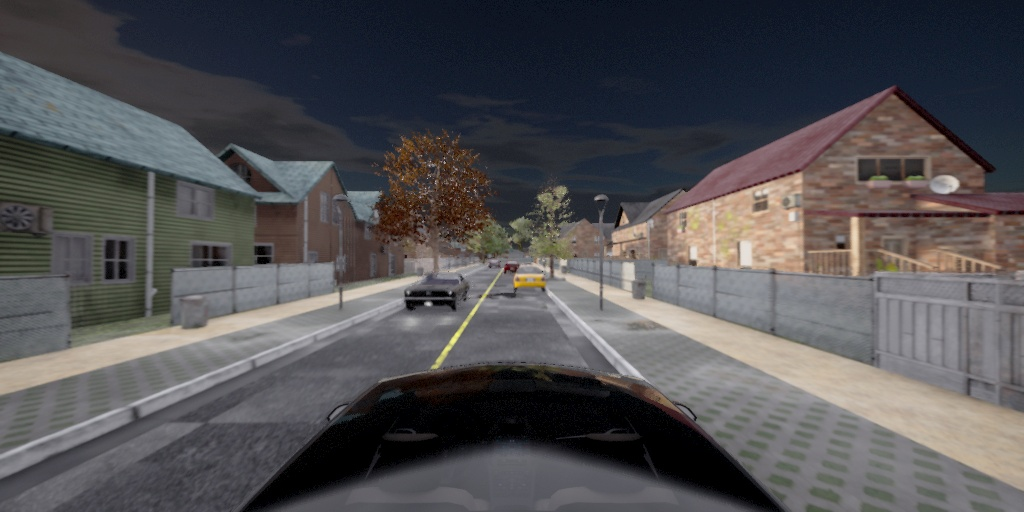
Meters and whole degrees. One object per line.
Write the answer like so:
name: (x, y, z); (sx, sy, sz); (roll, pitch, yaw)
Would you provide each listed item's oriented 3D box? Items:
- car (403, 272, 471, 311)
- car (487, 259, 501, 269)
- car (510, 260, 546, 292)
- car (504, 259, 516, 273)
car: (-2.849, 1.343, 14.467); (1.895, 1.301, 4.718); (0, 0, 0)
car: (-2.799, 1.263, 57.161); (1.812, 1.442, 4.674); (0, 0, 0)
car: (0.962, 1.196, 21.256); (1.801, 1.575, 5.366); (0, 0, 0)
car: (0.023, 1.214, 42.300); (1.882, 1.535, 5.008); (0, 0, 0)
